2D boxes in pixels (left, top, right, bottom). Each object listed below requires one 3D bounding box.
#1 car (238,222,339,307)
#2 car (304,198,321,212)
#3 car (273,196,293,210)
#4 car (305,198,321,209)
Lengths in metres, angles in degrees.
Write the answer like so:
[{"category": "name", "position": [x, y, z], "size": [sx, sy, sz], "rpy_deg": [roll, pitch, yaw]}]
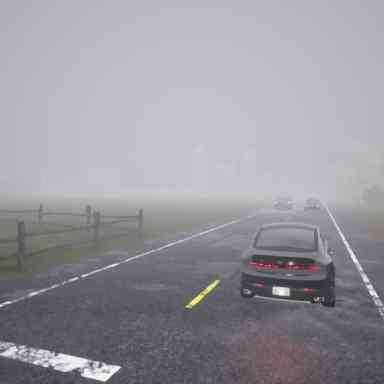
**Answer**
[{"category": "car", "position": [2.429, 1.501, 8.126], "size": [1.837, 1.490, 4.892], "rpy_deg": [0, 0, 21]}, {"category": "car", "position": [14.213, 1.535, 39.107], "size": [2.033, 1.411, 5.357], "rpy_deg": [0, 0, 21]}, {"category": "car", "position": [11.650, 1.339, 42.308], "size": [2.097, 1.767, 4.553], "rpy_deg": [0, 0, 21]}, {"category": "car", "position": [16.982, 1.550, 46.494], "size": [1.994, 1.385, 4.181], "rpy_deg": [0, 0, 21]}]
